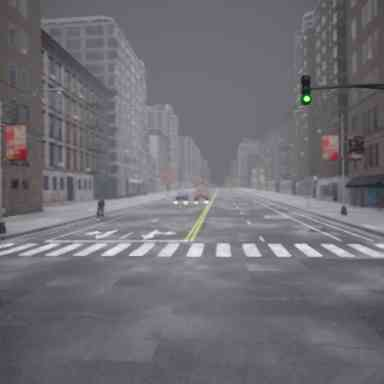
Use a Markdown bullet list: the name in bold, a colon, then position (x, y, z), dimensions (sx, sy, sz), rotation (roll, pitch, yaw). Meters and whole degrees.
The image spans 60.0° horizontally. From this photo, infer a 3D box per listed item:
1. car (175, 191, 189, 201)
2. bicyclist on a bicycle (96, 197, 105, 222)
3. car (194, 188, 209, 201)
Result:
- **car**: position (-1.567, 0.623, 55.082), dimensions (1.882, 1.535, 5.008), rotation (-1, 1, 5)
- **bicyclist on a bicycle**: position (-6.541, 1.224, 23.701), dimensions (0.659, 1.776, 1.843), rotation (-1, 1, 5)
- **car**: position (1.664, 0.325, 54.766), dimensions (2.150, 2.045, 5.566), rotation (-1, 1, 5)
